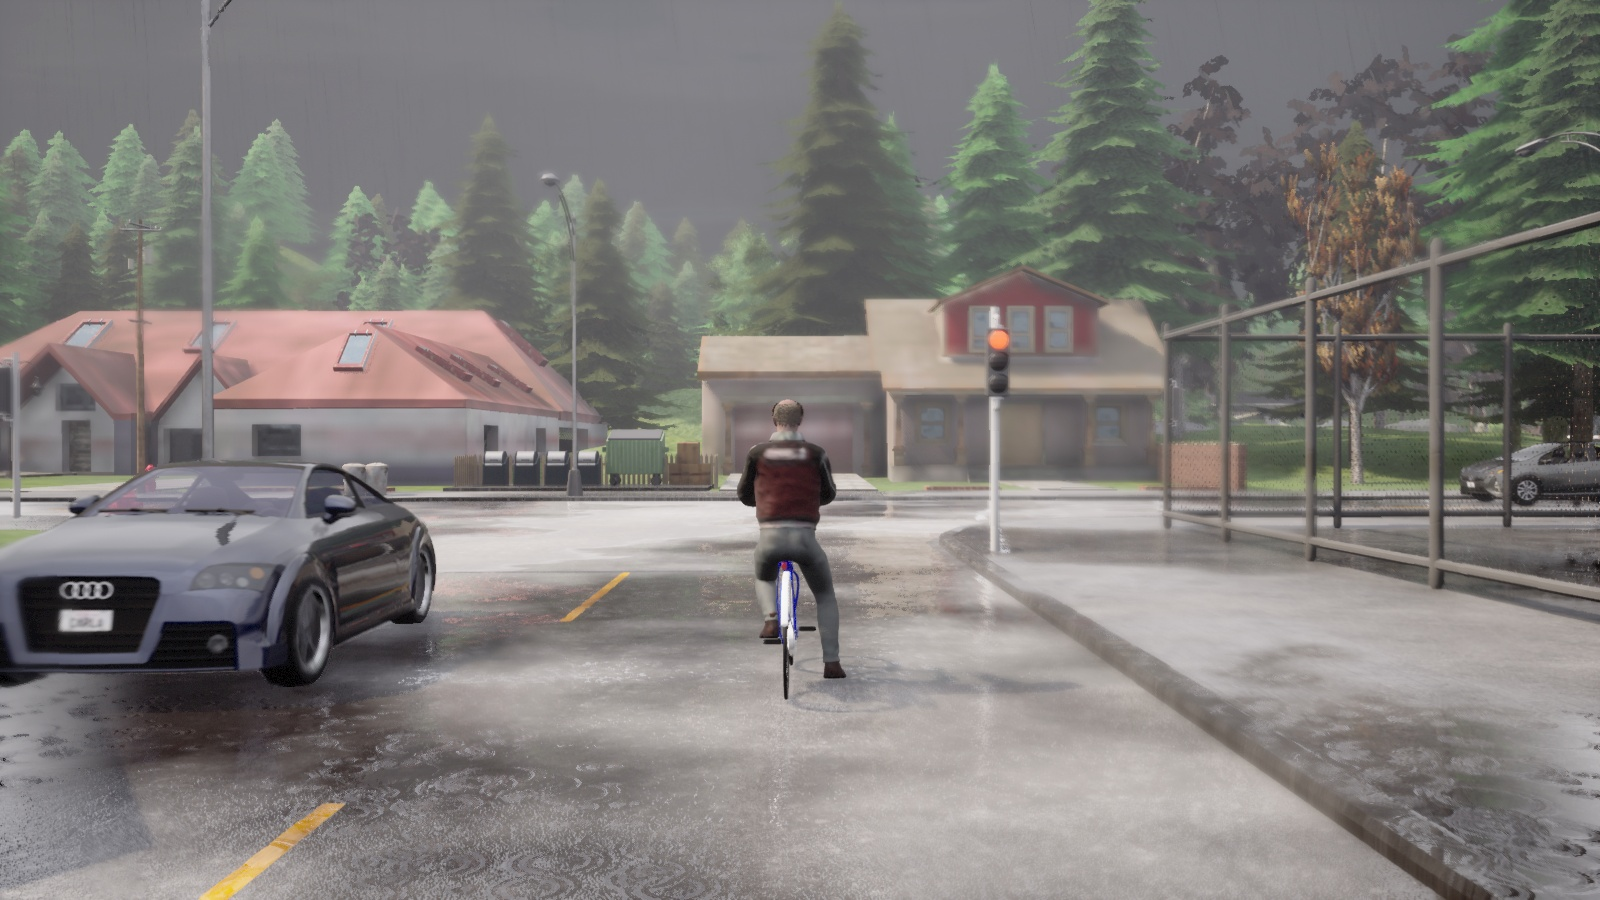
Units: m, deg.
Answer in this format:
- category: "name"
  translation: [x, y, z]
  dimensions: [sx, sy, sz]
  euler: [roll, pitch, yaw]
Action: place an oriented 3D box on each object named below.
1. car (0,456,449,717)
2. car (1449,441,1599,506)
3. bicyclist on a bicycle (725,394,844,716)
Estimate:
- category: "car"
  translation: [-4.039, 0.756, 8.955]
  dimensions: [1.994, 1.385, 4.181]
  euler: [0, 0, -1]
- category: "car"
  translation: [18.498, 0.536, 30.437]
  dimensions: [4.514, 1.525, 2.007]
  euler: [0, 0, -1]
- category: "bicyclist on a bicycle"
  translation: [-0.070, 0.573, 7.862]
  dimensions: [0.659, 1.776, 1.843]
  euler: [0, 1, 1]
